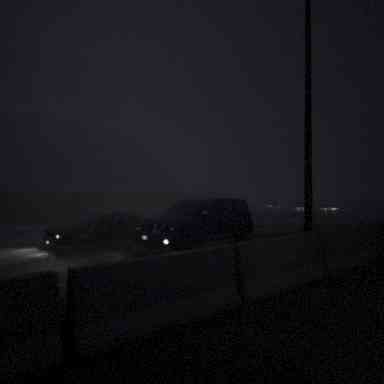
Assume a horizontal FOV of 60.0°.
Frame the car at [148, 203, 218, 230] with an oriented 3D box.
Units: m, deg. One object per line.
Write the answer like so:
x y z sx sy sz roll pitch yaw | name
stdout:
-0.504 1.556 22.947 2.128 1.511 4.902 0 0 41 | car

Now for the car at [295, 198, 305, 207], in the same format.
17.582 1.715 53.078 1.994 1.385 4.181 0 0 10 | car

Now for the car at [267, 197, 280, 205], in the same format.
15.039 1.682 61.615 1.837 1.490 4.892 0 0 3 | car

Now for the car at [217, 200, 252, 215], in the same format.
4.702 1.650 36.393 2.033 1.411 5.357 0 0 28 | car

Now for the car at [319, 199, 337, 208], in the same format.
20.675 1.708 50.609 1.994 1.385 4.181 0 0 11 | car

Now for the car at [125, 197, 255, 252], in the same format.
0.314 1.261 13.707 5.566 2.045 2.150 0 0 -44 | car

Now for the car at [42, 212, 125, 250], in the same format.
-3.646 1.590 14.788 5.357 1.411 2.033 0 0 -41 | car
